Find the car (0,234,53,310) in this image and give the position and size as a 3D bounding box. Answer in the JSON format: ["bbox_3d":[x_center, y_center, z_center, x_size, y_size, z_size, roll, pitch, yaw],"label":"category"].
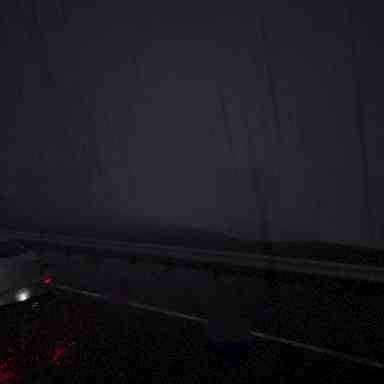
[{"bbox_3d":[-4.856,1.559,6.910,4.674,1.442,1.812,0,0,32],"label":"car"}]
